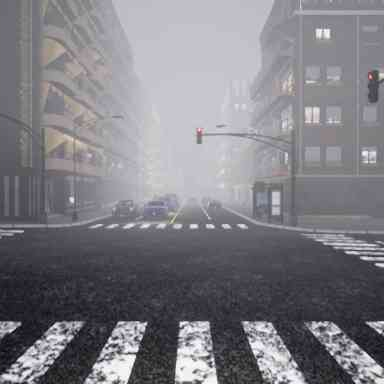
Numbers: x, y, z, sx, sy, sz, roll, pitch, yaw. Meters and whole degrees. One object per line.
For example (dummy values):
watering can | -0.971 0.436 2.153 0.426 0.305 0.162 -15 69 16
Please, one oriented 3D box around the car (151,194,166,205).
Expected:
car | -5.740 1.295 57.354 2.192 1.841 5.009 0 0 0

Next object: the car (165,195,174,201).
car | -5.761 1.521 85.548 2.008 1.369 4.403 0 0 0

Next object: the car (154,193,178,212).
car | -3.119 1.338 38.871 2.097 1.767 4.553 0 0 0

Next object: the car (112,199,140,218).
car | -5.717 1.429 29.161 1.967 1.590 4.097 0 0 0

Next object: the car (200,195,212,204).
car | 2.637 1.419 62.994 1.967 1.590 4.097 0 0 0

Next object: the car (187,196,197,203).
car | 0.043 1.540 69.663 1.994 1.385 4.181 0 0 0

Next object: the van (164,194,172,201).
van | -5.757 1.313 79.910 1.690 1.788 3.998 0 0 0

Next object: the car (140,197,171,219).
car | -3.111 1.467 29.244 1.882 1.535 5.008 0 0 -1

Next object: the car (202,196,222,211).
car | 2.655 1.536 40.440 2.008 1.369 4.403 0 0 0

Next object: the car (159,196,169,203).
car | -5.748 1.502 68.462 1.752 1.417 4.829 0 0 0

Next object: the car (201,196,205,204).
car | 2.651 1.528 46.078 1.887 1.381 4.507 0 0 0
